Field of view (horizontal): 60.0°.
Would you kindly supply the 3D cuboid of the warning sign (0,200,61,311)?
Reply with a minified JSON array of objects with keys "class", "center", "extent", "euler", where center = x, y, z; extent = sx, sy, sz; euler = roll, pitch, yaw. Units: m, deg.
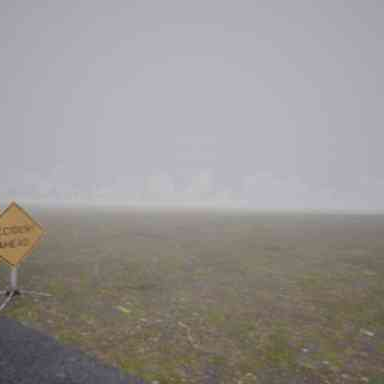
[{"class":"warning sign","center":[-3.428,1.106,6.404],"extent":[1.060,1.860,1.300],"euler":[-1,0,36]}]
